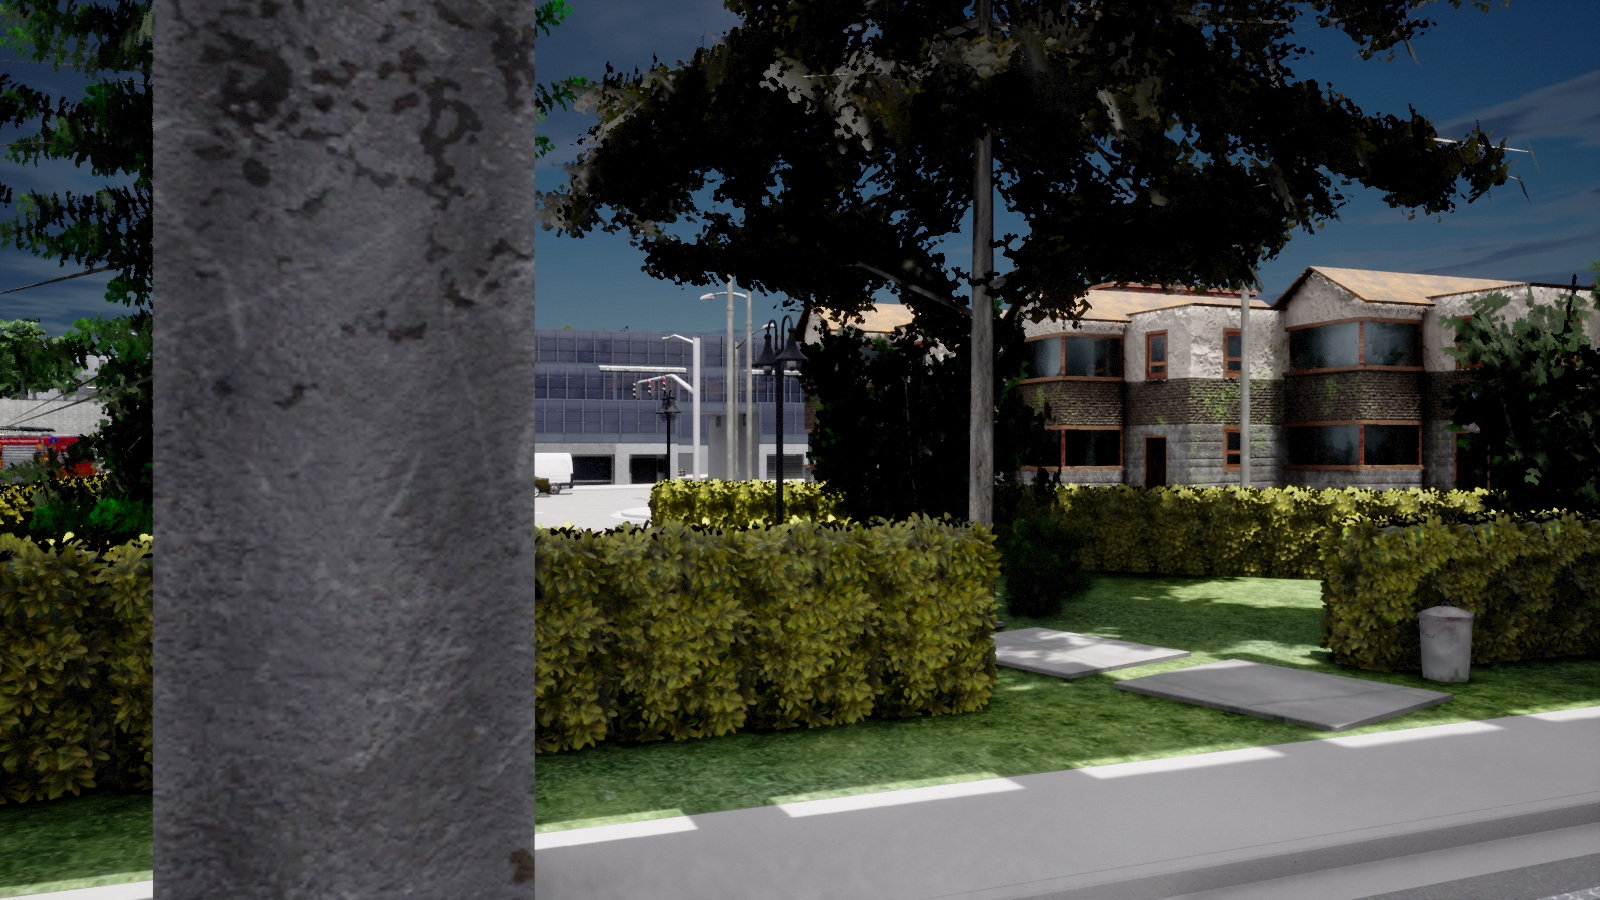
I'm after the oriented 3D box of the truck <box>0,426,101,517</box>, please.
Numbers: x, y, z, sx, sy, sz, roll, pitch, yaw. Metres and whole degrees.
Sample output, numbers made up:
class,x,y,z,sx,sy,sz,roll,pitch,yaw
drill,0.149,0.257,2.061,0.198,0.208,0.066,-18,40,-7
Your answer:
class,x,y,z,sx,sy,sz,roll,pitch,yaw
truck,-34.388,0.902,52.020,2.891,3.827,8.468,0,0,-21

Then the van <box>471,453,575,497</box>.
class,x,y,z,sx,sy,sz,roll,pitch,yaw
van,-16.822,1.478,69.483,5.915,2.561,1.988,0,0,-21
